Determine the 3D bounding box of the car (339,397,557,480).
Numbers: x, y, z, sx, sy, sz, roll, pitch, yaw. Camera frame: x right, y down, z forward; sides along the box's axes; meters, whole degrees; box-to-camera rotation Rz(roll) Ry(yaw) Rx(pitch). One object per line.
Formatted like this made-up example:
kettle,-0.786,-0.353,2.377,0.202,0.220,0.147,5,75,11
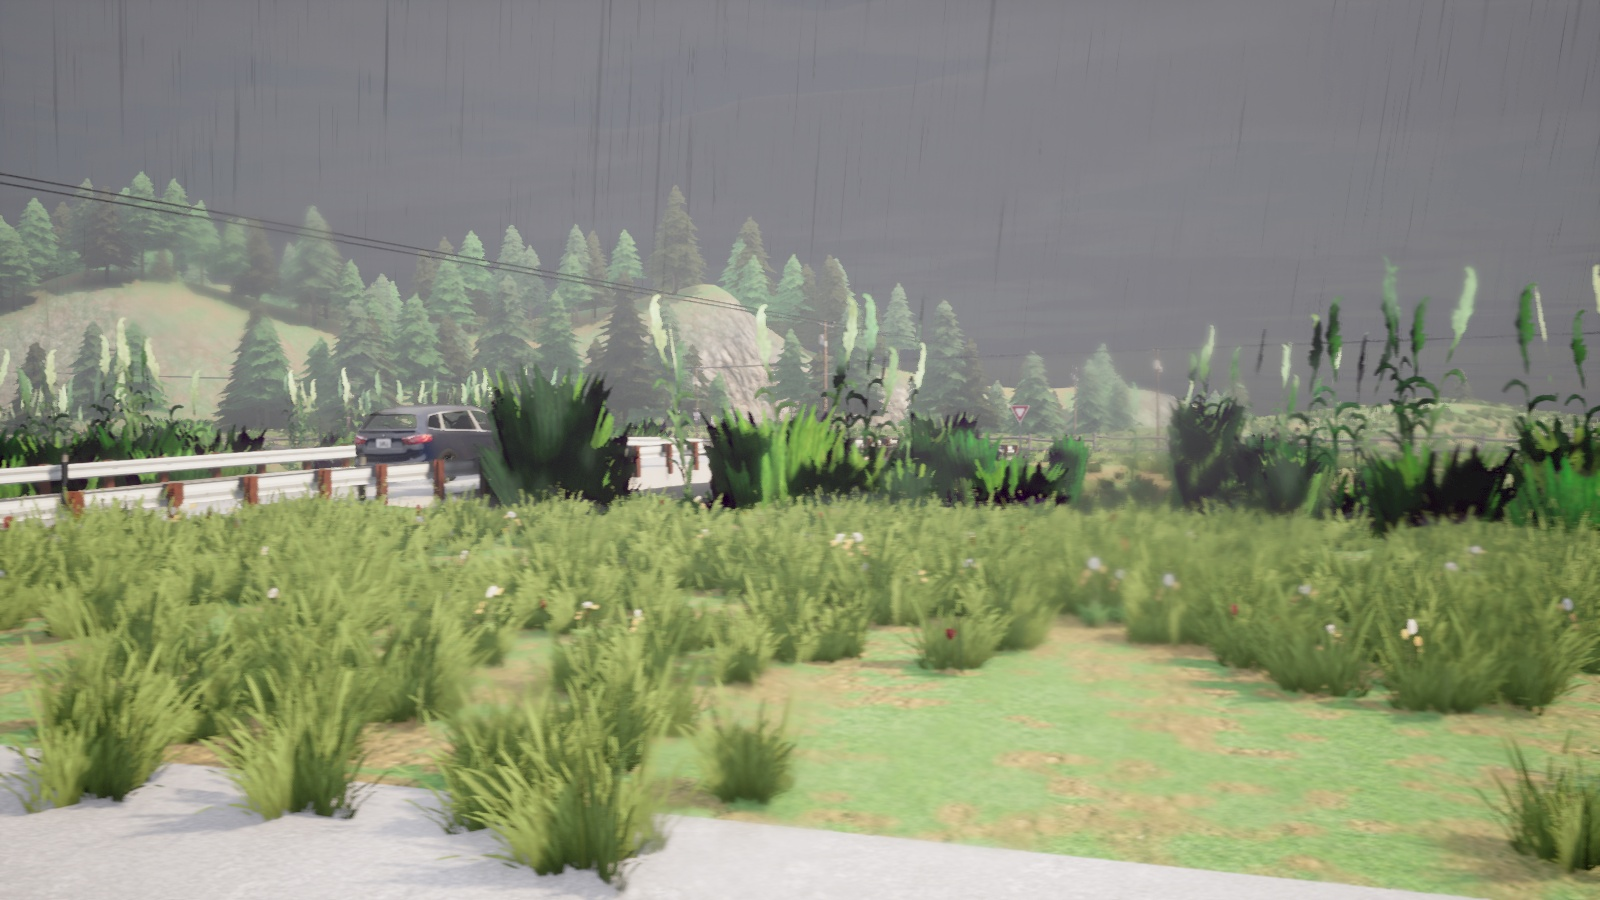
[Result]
car,-7.784,-0.334,28.297,2.242,1.667,4.611,1,3,25
